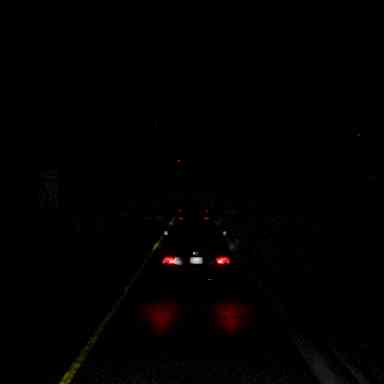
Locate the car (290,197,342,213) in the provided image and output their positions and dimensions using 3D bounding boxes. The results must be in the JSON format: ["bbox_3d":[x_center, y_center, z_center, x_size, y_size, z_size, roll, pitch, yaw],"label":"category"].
[{"bbox_3d":[11.681,1.415,32.196,4.313,1.339,1.947,-1,1,0],"label":"car"}]

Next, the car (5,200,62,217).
[{"bbox_3d":[-15.288,1.725,32.249,4.206,1.307,1.802,-1,1,0],"label":"car"}]

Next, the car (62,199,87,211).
[{"bbox_3d":[-15.451,1.582,40.773,4.829,1.417,1.752,-1,1,0],"label":"car"}]

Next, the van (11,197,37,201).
[{"bbox_3d":[-20.963,1.453,40.779,3.998,1.788,1.690,-1,1,0],"label":"van"}]

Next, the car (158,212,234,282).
[{"bbox_3d":[0.099,1.543,9.776,2.033,1.411,5.357,0,0,0],"label":"car"}]

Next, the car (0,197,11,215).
[{"bbox_3d":[-20.970,1.515,32.254,5.009,1.841,2.192,-1,1,0],"label":"car"}]

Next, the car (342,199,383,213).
[{"bbox_3d":[17.059,1.338,32.186,4.403,1.369,2.008,-1,1,0],"label":"car"}]

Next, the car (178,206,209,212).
[{"bbox_3d":[0.097,1.548,20.068,1.994,1.385,4.181,0,0,0],"label":"car"}]
